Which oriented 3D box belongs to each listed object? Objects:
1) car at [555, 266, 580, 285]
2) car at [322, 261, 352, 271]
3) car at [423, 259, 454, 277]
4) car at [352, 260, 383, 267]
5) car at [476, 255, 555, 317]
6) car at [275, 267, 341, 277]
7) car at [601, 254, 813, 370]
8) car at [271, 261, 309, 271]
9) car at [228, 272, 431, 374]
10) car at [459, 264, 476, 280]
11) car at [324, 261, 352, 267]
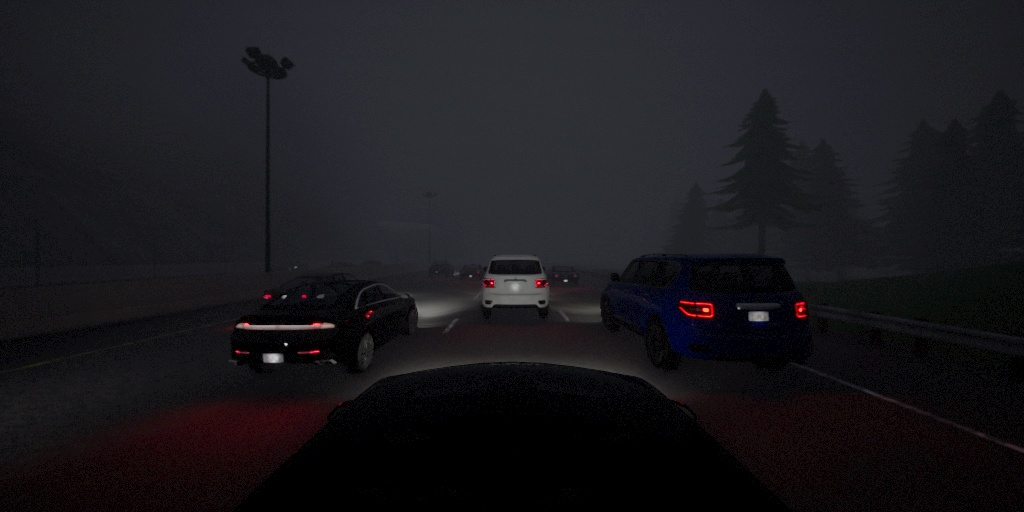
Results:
[{"bbox_3d":[3.593,1.367,26.180,1.895,1.301,4.718,0,0,0],"label":"car"},{"bbox_3d":[-24.578,1.382,50.583,1.895,1.301,4.718,0,0,0],"label":"car"},{"bbox_3d":[-6.907,1.264,35.381,2.128,1.511,4.902,0,0,0],"label":"car"},{"bbox_3d":[-17.595,1.281,44.521,1.837,1.490,4.892,0,0,0],"label":"car"},{"bbox_3d":[0.096,0.979,13.262,2.150,2.045,5.566,0,0,0],"label":"car"},{"bbox_3d":[-6.903,1.305,13.479,2.033,1.411,5.357,0,0,0],"label":"car"},{"bbox_3d":[3.599,0.976,7.917,2.150,2.045,5.566,0,0,0],"label":"car"},{"bbox_3d":[-28.085,1.325,45.701,2.033,1.411,5.357,0,0,0],"label":"car"},{"bbox_3d":[-3.400,1.245,7.534,2.128,1.511,4.902,0,0,0],"label":"car"},{"bbox_3d":[-3.407,1.371,31.761,1.895,1.301,4.718,0,0,0],"label":"car"},{"bbox_3d":[-21.095,1.378,44.098,1.895,1.301,4.718,0,0,0],"label":"car"}]
